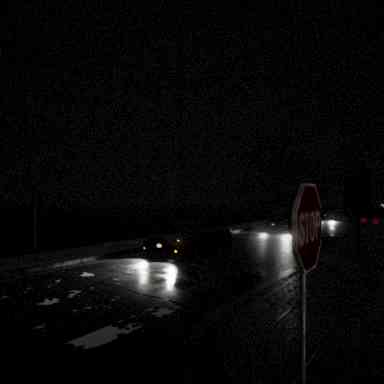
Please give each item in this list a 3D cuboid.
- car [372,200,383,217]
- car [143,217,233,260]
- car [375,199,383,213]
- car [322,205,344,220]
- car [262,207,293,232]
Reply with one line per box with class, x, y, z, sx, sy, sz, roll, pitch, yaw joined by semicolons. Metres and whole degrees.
car;20.201;1.983;37.096;2.128;1.511;4.902;-1;-1;35
car;-0.026;1.727;13.313;1.994;1.385;4.181;0;-1;35
car;27.818;1.987;47.989;2.097;1.767;4.553;-1;-1;35
car;13.493;1.994;32.614;1.994;1.385;4.181;-1;-1;35
car;6.376;1.798;22.465;1.837;1.490;4.892;-1;-1;35
